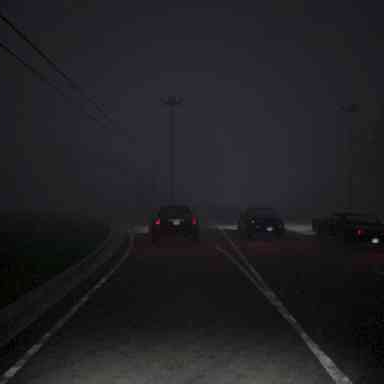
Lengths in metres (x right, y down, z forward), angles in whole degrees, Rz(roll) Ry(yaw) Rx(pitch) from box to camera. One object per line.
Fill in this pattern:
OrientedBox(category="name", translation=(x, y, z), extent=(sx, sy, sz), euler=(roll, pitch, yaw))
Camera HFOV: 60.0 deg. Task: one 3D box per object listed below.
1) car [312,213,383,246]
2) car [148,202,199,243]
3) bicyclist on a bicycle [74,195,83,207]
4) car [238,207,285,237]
OrientedBox(category="car", translation=(7.099, 1.591, 15.098), extent=(1.895, 1.301, 4.718), euler=(0, 0, 0))
OrientedBox(category="car", translation=(-1.034, 1.341, 16.334), extent=(2.097, 1.767, 4.553), euler=(0, 0, -10))
OrientedBox(category="bicyclist on a bicycle", translation=(-15.930, 1.270, 46.698), extent=(0.582, 1.620, 1.656), euler=(0, 0, 34))
OrientedBox(category="car", translation=(3.587, 1.514, 17.701), extent=(1.812, 1.442, 4.674), euler=(0, 0, 0))
